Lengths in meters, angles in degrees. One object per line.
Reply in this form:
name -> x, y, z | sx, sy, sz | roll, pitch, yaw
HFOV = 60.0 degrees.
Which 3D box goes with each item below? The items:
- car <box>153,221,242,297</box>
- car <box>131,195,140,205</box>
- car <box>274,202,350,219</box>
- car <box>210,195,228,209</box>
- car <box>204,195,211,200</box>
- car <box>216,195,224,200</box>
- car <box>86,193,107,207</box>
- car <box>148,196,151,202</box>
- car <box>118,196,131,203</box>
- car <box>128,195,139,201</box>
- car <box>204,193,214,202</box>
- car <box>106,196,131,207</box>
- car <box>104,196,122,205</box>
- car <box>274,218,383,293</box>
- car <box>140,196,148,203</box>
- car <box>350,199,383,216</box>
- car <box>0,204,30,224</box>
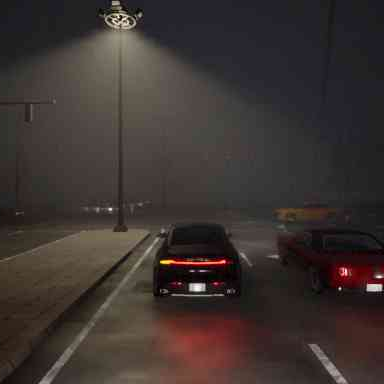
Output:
car -> 0.127, 1.506, 8.538 | 1.837, 1.490, 4.892 | 0, 0, 1
car -> -11.185, 1.511, 60.354 | 1.837, 1.490, 4.892 | 0, 0, 1
car -> 8.665, 1.480, 24.841 | 5.008, 1.535, 1.882 | 0, 0, -1
car -> 3.811, 1.530, 45.292 | 1.812, 1.442, 4.674 | 0, 0, 0
car -> 4.361, 1.605, 94.808 | 1.895, 1.301, 4.718 | 0, 0, 2
car -> 7.859, 1.562, 94.683 | 1.994, 1.385, 4.181 | 0, 0, 2
car -> -14.760, 1.227, 51.894 | 2.150, 2.045, 5.566 | 0, 0, 0
car -> -10.989, 1.560, 79.179 | 1.994, 1.385, 4.181 | 0, 0, 0
car -> -14.539, 1.560, 72.089 | 1.994, 1.385, 4.181 | 0, 0, 0
car -> -14.456, 1.526, 82.294 | 1.812, 1.442, 4.674 | 0, 0, 1
car -> 3.990, 1.233, 76.003 | 2.150, 2.045, 5.566 | 0, 0, 0
car -> -11.267, 1.606, 51.344 | 1.895, 1.301, 4.718 | 0, 0, 0
car -> -14.651, 1.554, 62.143 | 2.033, 1.411, 5.357 | 0, 0, 1
car -> 3.630, 1.602, 8.783 | 1.895, 1.301, 4.718 | 0, 0, 1
car -> -11.057, 1.602, 69.327 | 1.895, 1.301, 4.718 | 0, 0, 0
car -> 16.853, 1.481, 32.006 | 5.008, 1.535, 1.882 | 0, 0, 3
car -> -14.659, 1.550, 23.856 | 5.357, 1.411, 2.033 | 0, 0, -1
